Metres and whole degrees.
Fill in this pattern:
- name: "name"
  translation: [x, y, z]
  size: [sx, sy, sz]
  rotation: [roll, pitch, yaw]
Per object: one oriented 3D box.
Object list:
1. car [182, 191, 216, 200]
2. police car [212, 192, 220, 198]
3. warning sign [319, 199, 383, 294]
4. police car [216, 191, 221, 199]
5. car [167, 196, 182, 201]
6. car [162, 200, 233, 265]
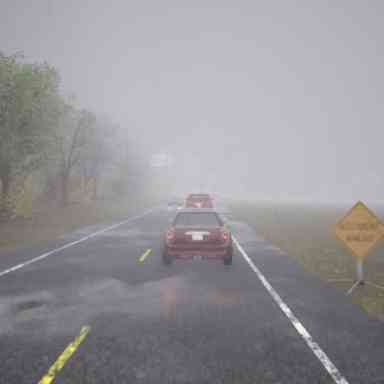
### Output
- name: "car"
  translation: [0.631, 1.094, 27.630]
  size: [2.150, 2.045, 5.566]
  rotation: [0, 0, 2]
- name: "police car"
  translation: [6.761, 0.882, 93.739]
  size: [1.930, 1.638, 5.238]
  rotation: [0, 0, 7]
- name: "warning sign"
  translation: [3.583, 1.102, 7.138]
  size: [1.300, 1.860, 1.060]
  rotation: [-1, 0, 1]
- name: "police car"
  translation: [5.632, 0.914, 83.836]
  size: [1.930, 1.638, 5.238]
  rotation: [0, 0, 6]
- name: "car"
  translation: [-2.206, 1.298, 45.168]
  size: [2.033, 1.411, 5.357]
  rotation: [0, 0, 3]
- name: "car"
  translation: [0.204, 1.321, 11.685]
  size: [2.097, 1.767, 4.553]
  rotation: [0, 0, 1]
